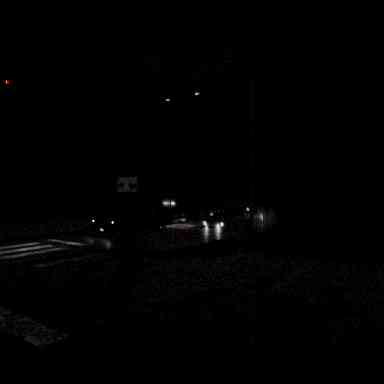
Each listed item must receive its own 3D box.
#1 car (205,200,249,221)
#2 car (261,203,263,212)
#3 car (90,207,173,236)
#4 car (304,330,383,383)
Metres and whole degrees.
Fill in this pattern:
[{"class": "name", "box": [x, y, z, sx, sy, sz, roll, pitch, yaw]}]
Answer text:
[{"class": "car", "box": [2.861, 1.382, 26.649, 2.128, 1.511, 4.902, 0, 0, 35]}, {"class": "car", "box": [8.894, 1.338, 35.129, 2.128, 1.511, 4.902, 0, 0, 35]}, {"class": "car", "box": [-3.168, 1.536, 18.159, 1.895, 1.301, 4.718, 0, 0, 35]}, {"class": "car", "box": [2.757, 1.315, 0.841, 5.009, 1.841, 2.192, 0, 0, 35]}]
